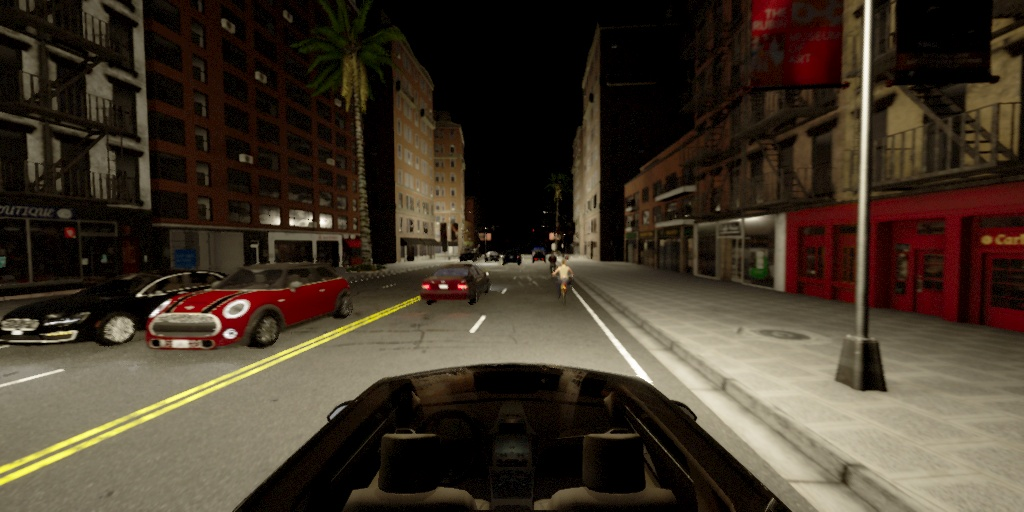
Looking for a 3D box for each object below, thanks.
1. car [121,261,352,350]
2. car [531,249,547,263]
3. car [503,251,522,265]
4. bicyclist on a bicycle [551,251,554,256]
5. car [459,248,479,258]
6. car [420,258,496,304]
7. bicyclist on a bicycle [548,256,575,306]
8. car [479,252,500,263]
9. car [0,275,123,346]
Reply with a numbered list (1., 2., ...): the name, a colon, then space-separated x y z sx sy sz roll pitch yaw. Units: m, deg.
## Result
1. car: -5.952 0.973 8.837 2.097 1.767 4.553 0 1 4
2. car: 3.641 0.177 47.983 1.837 1.490 4.892 0 1 5
3. car: 0.094 0.146 43.449 2.097 1.767 4.553 0 1 4
4. bicyclist on a bicycle: 2.653 0.586 23.431 0.659 1.776 1.843 0 2 4
5. car: -6.013 -0.109 51.300 2.150 2.045 5.566 0 1 5
6. car: -2.076 1.007 14.391 2.033 1.411 5.357 0 1 4
7. bicyclist on a bicycle: 1.840 0.905 12.790 0.866 1.612 1.509 0 1 5
8. car: -2.794 0.150 50.763 2.128 1.511 4.902 0 1 5
9. car: -9.183 1.141 9.195 1.837 1.490 4.892 0 1 4
